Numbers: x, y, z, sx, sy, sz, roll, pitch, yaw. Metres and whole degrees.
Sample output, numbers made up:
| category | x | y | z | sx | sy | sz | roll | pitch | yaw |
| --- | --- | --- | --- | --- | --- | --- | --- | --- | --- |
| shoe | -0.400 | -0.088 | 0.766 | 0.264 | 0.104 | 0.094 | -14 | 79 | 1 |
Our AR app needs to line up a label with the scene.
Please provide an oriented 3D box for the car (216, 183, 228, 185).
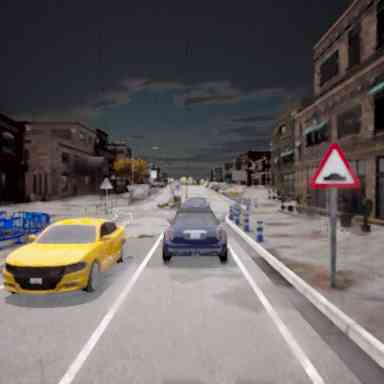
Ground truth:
| category | x | y | z | sx | sy | sz | roll | pitch | yaw |
| --- | --- | --- | --- | --- | --- | --- | --- | --- | --- |
| car | 8.095 | -0.505 | 74.196 | 4.553 | 1.767 | 2.185 | 0 | 3 | -1 |

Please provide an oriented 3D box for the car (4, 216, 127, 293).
| category | x | y | z | sx | sy | sz | roll | pitch | yaw |
| --- | --- | --- | --- | --- | --- | --- | --- | --- | --- |
| car | -3.083 | 1.482 | 9.087 | 1.882 | 1.535 | 5.008 | 0 | 0 | 0 |

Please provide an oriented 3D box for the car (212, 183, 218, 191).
| category | x | y | z | sx | sy | sz | roll | pitch | yaw |
| --- | --- | --- | --- | --- | --- | --- | --- | --- | --- |
| car | 8.124 | -0.756 | 76.943 | 5.566 | 2.045 | 2.435 | 0 | 3 | -1 |

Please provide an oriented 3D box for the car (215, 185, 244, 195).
| category | x | y | z | sx | sy | sz | roll | pitch | yaw |
| --- | --- | --- | --- | --- | --- | --- | --- | --- | --- |
| car | 8.006 | -0.122 | 68.693 | 5.366 | 1.575 | 1.946 | 0 | 3 | -1 |

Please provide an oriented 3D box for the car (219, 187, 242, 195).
| category | x | y | z | sx | sy | sz | roll | pitch | yaw |
| --- | --- | --- | --- | --- | --- | --- | --- | --- | --- |
| car | 8.163 | -0.211 | 71.452 | 4.674 | 1.452 | 2.002 | 0 | 3 | -1 |

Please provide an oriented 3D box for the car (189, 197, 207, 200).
| category | x | y | z | sx | sy | sz | roll | pitch | yaw |
| --- | --- | --- | --- | --- | --- | --- | --- | --- | --- |
| car | 0.506 | 1.178 | 27.346 | 2.097 | 1.767 | 4.553 | 0 | 1 | 4 |

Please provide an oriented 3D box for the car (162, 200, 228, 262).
| category | x | y | z | sx | sy | sz | roll | pitch | yaw |
| --- | --- | --- | --- | --- | --- | --- | --- | --- | --- |
| car | 0.096 | 1.343 | 12.295 | 2.097 | 1.767 | 4.553 | 0 | 0 | 0 |

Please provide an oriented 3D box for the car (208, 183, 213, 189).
| category | x | y | z | sx | sy | sz | roll | pitch | yaw |
| --- | --- | --- | --- | --- | --- | --- | --- | --- | --- |
| car | 7.905 | -1.180 | 93.476 | 5.008 | 1.535 | 2.097 | 0 | 2 | -1 |
